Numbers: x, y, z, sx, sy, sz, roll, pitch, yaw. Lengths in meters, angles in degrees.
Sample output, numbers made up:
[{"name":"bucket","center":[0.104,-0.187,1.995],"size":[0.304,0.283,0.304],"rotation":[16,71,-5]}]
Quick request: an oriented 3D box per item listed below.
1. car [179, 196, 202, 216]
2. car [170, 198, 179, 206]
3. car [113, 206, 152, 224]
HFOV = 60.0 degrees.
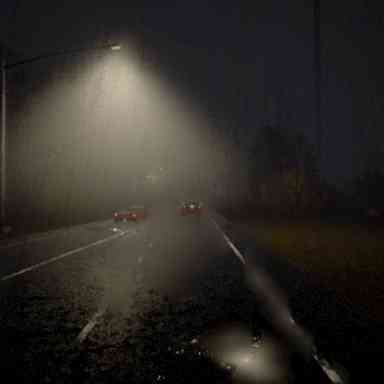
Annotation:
[{"name":"car","center":[0.009,1.608,35.756],"size":[2.097,1.767,4.553],"rotation":[0,0,0]},{"name":"car","center":[-3.482,1.989,67.565],"size":[2.033,1.411,5.357],"rotation":[0,0,0]},{"name":"car","center":[-4.705,1.797,26.843],"size":[1.895,1.301,4.718],"rotation":[0,0,7]}]
